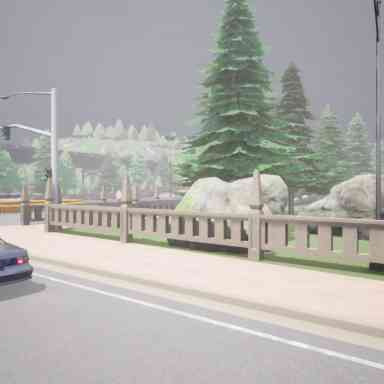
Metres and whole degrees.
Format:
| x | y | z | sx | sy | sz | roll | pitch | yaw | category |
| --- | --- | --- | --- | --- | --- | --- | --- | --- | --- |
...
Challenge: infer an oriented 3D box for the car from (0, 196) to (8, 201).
| x | y | z | sx | sy | sz | roll | pitch | yaw | category |
| --- | --- | --- | --- | --- | --- | --- | --- | --- | --- |
| -23.925 | 1.491 | 37.113 | 2.128 | 1.511 | 4.902 | 0 | 0 | 36 | car |

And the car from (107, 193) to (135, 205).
| x | y | z | sx | sy | sz | roll | pitch | yaw | category |
| --- | --- | --- | --- | --- | --- | --- | --- | --- | --- |
| -12.544 | 1.215 | 58.946 | 2.097 | 1.767 | 4.553 | 0 | 2 | 36 | car |

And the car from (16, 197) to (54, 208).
| x | y | z | sx | sy | sz | roll | pitch | yaw | category |
| --- | --- | --- | --- | --- | --- | --- | --- | --- | --- |
| -23.398 | 1.505 | 49.816 | 1.837 | 1.490 | 4.892 | 0 | 0 | 36 | car |

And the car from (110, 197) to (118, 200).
| x | y | z | sx | sy | sz | roll | pitch | yaw | category |
| --- | --- | --- | --- | --- | --- | --- | --- | --- | --- |
| -11.483 | 1.295 | 54.420 | 2.097 | 1.767 | 4.553 | 0 | 1 | 36 | car |

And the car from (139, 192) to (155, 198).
| x | y | z | sx | sy | sz | roll | pitch | yaw | category |
| --- | --- | --- | --- | --- | --- | --- | --- | --- | --- |
| -9.244 | 0.777 | 69.458 | 2.033 | 1.411 | 5.357 | 0 | 3 | 36 | car |

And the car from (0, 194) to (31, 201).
| x | y | z | sx | sy | sz | roll | pitch | yaw | category |
| --- | --- | --- | --- | --- | --- | --- | --- | --- | --- |
| -24.176 | 1.221 | 42.748 | 2.150 | 2.045 | 5.566 | 0 | 0 | 36 | car |

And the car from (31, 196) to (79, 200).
| x | y | z | sx | sy | sz | roll | pitch | yaw | category |
| --- | --- | --- | --- | --- | --- | --- | --- | --- | --- |
| -18.370 | 1.478 | 44.823 | 1.882 | 1.535 | 5.008 | 0 | 0 | 36 | car |

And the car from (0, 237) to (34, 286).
| x | y | z | sx | sy | sz | roll | pitch | yaw | category |
| --- | --- | --- | --- | --- | --- | --- | --- | --- | --- |
| -6.105 | 1.547 | 8.317 | 5.357 | 1.411 | 2.033 | 0 | 0 | 36 | car |

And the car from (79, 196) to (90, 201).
| x | y | z | sx | sy | sz | roll | pitch | yaw | category |
| --- | --- | --- | --- | --- | --- | --- | --- | --- | --- |
| -18.508 | 1.352 | 50.624 | 2.097 | 1.767 | 4.553 | 0 | 0 | 35 | car |

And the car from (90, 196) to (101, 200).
| x | y | z | sx | sy | sz | roll | pitch | yaw | category |
| --- | --- | --- | --- | --- | --- | --- | --- | --- | --- |
| -17.664 | 1.450 | 57.808 | 2.128 | 1.511 | 4.902 | 0 | 1 | 36 | car |
